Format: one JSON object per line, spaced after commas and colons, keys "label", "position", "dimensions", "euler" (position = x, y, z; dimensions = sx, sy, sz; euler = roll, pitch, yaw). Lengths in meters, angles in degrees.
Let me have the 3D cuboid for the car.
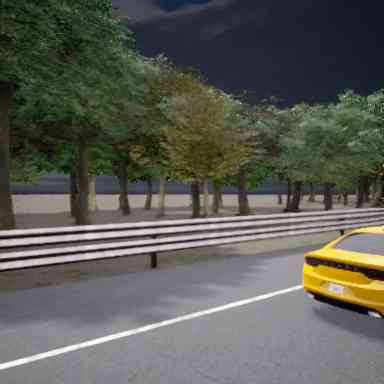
{"label": "car", "position": [4.454, 1.468, 6.995], "dimensions": [5.008, 1.535, 1.882], "euler": [0, 0, -35]}
